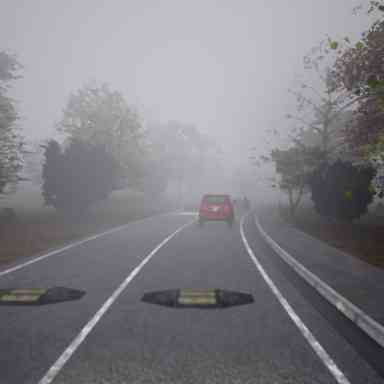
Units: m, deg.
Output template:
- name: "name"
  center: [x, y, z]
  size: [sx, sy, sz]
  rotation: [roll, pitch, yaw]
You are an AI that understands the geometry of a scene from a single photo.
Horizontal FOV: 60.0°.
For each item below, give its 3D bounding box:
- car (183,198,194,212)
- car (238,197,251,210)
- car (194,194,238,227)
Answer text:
- name: "car"
  center: [0.429, 1.355, 34.641]
  size: [1.994, 1.385, 4.181]
  rotation: [1, 1, 14]
- name: "car"
  center: [6.178, 1.352, 41.530]
  size: [2.128, 1.511, 4.902]
  rotation: [2, 1, 17]
- name: "car"
  center: [1.761, 1.124, 22.471]
  size: [2.150, 2.045, 5.566]
  rotation: [1, 1, 8]
